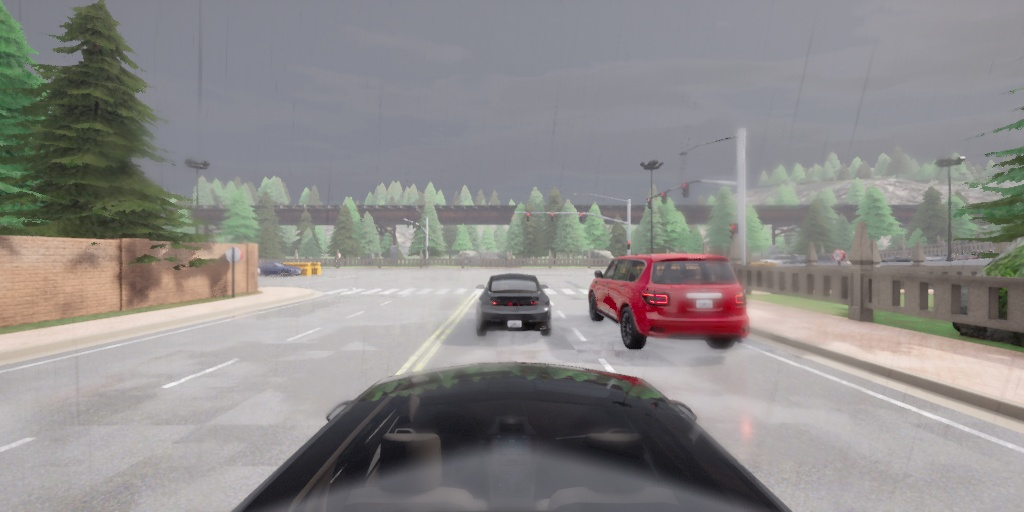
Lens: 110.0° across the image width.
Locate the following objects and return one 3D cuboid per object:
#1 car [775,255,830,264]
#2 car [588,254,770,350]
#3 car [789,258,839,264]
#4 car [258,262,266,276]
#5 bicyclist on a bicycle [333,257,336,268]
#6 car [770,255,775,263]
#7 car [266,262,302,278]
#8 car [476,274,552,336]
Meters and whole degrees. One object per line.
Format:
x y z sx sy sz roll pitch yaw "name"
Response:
36.682 0.915 44.650 5.566 2.045 2.150 -1 0 0 "car"
3.517 0.968 9.233 2.150 2.045 5.566 0 0 0 "car"
35.574 1.259 41.148 5.357 1.411 2.033 -1 0 0 "car"
-24.512 0.960 30.312 5.566 2.045 2.150 0 0 0 "car"
-27.410 1.028 55.790 0.582 1.620 1.656 0 0 0 "bicyclist on a bicycle"
35.722 0.924 48.144 5.566 2.045 2.150 -1 0 0 "car"
-22.367 1.262 33.816 4.674 1.442 1.812 0 0 0 "car"
0.021 1.251 10.334 1.837 1.490 4.892 0 0 -1 "car"
